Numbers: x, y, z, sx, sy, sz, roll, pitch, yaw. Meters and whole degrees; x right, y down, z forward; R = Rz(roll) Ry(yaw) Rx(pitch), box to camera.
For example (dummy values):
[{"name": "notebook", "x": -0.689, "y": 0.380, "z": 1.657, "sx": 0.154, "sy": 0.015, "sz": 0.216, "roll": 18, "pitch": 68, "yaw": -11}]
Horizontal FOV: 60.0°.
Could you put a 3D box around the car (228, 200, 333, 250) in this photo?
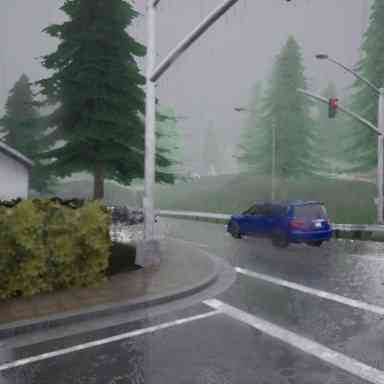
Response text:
[{"name": "car", "x": 3.835, "y": 1.420, "z": 15.508, "sx": 2.150, "sy": 2.045, "sz": 5.566, "roll": -1, "pitch": 0, "yaw": -25}]

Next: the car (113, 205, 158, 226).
[{"name": "car", "x": -4.523, "y": 1.672, "z": 24.710, "sx": 2.033, "sy": 1.411, "sz": 5.357, "roll": 1, "pitch": -1, "yaw": -35}]
